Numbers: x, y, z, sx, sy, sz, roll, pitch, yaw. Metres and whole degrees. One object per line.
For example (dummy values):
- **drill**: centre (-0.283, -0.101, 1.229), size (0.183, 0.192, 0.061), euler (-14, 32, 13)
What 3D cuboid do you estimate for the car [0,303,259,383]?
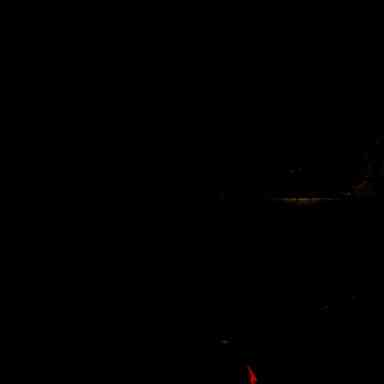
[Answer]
- **car**: centre (-1.465, 1.564, 2.025), size (4.181, 1.385, 1.994), euler (0, 0, -36)
